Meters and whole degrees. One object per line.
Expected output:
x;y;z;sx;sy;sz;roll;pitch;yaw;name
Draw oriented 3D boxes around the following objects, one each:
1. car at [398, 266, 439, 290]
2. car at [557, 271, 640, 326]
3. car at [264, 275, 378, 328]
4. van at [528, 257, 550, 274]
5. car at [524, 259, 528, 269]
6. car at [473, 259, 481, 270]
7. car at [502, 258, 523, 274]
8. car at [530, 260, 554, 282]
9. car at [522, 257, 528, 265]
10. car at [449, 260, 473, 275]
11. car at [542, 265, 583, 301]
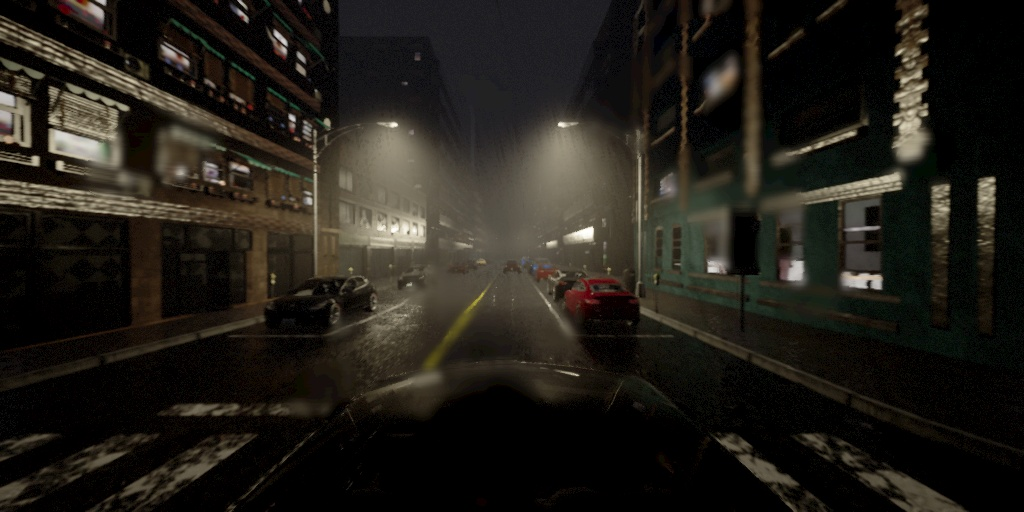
-5.699;1.277;22.358;1.948;1.339;4.313;0;0;0;car
2.686;1.314;11.301;1.802;1.307;4.207;0;0;0;car
-5.695;1.297;11.311;1.948;1.339;4.313;0;0;0;car
2.679;1.035;33.395;1.690;1.789;3.998;0;0;0;van
2.678;1.251;38.919;1.948;1.339;4.313;0;0;0;car
-5.707;1.250;49.975;1.802;1.307;4.207;0;0;0;car
-0.013;1.208;40.755;1.812;1.442;4.674;0;0;0;car
2.681;1.248;27.871;1.888;1.381;4.507;0;0;0;car
2.672;1.187;55.658;1.751;1.417;4.829;0;0;0;car
-5.704;1.230;38.928;1.888;1.381;4.507;0;0;0;car
2.684;1.288;16.825;1.948;1.339;4.313;0;0;0;car
